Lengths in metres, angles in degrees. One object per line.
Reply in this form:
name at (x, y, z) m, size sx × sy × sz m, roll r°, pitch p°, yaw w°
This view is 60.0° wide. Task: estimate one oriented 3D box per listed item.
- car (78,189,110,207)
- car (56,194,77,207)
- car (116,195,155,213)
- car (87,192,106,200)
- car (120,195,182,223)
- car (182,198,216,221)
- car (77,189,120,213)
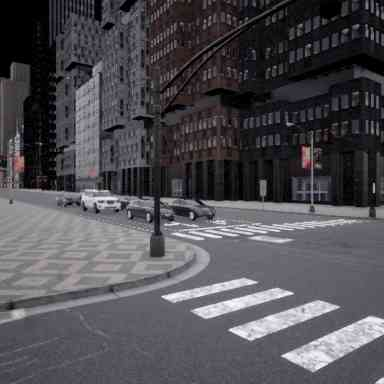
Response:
car at (-12.421, 0.655, 42.014) m, size 2.150 × 2.045 × 5.566 m, roll 0°, pitch 1°, yaw -36°
car at (-14.861, 0.991, 39.838) m, size 2.033 × 1.411 × 5.357 m, roll 0°, pitch 1°, yaw -36°
car at (-5.643, 1.108, 32.595) m, size 1.837 × 1.490 × 4.892 m, roll 0°, pitch 1°, yaw -36°
car at (-17.387, 0.682, 60.345) m, size 1.812 × 1.442 × 4.674 m, roll 0°, pitch 1°, yaw -36°
car at (-2.970, 1.240, 23.324) m, size 1.837 × 1.490 × 4.892 m, roll 0°, pitch 1°, yaw -36°
car at (-0.205, 1.239, 25.003) m, size 1.837 × 1.490 × 4.892 m, roll 0°, pitch 1°, yaw -38°
car at (-8.653, 0.819, 31.212) m, size 2.150 × 2.045 × 5.566 m, roll 0°, pitch 1°, yaw -36°
